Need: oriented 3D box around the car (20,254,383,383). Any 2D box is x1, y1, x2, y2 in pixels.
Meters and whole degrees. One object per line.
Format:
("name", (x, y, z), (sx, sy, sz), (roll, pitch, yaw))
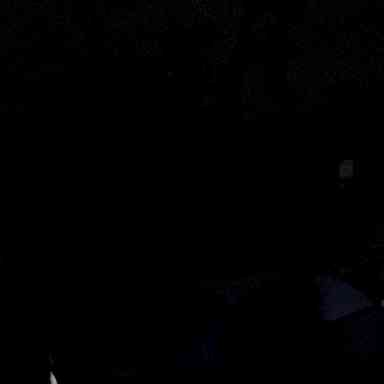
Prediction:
("car", (0.940, 1.544, 4.111), (5.357, 1.411, 2.033), (0, 0, -36))
